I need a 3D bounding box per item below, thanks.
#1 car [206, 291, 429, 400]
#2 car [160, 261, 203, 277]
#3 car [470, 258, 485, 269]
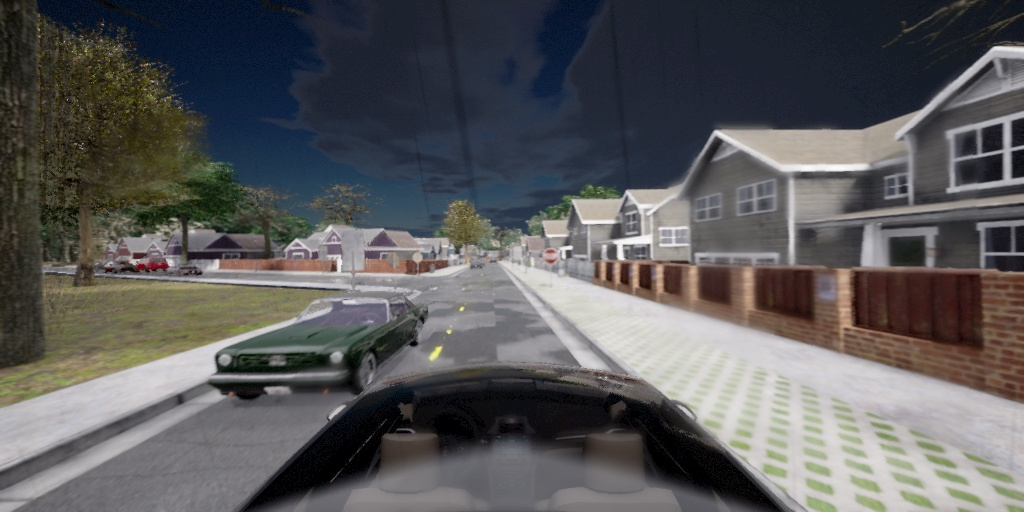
[{"bbox_3d":[-2.995,1.407,6.773,1.895,1.301,4.718,-1,0,0],"label":"car"},{"bbox_3d":[-35.637,1.558,38.945,4.181,1.385,1.994,0,1,27],"label":"car"},{"bbox_3d":[-5.695,1.347,57.665,1.837,1.490,4.892,-1,0,-3],"label":"car"}]
